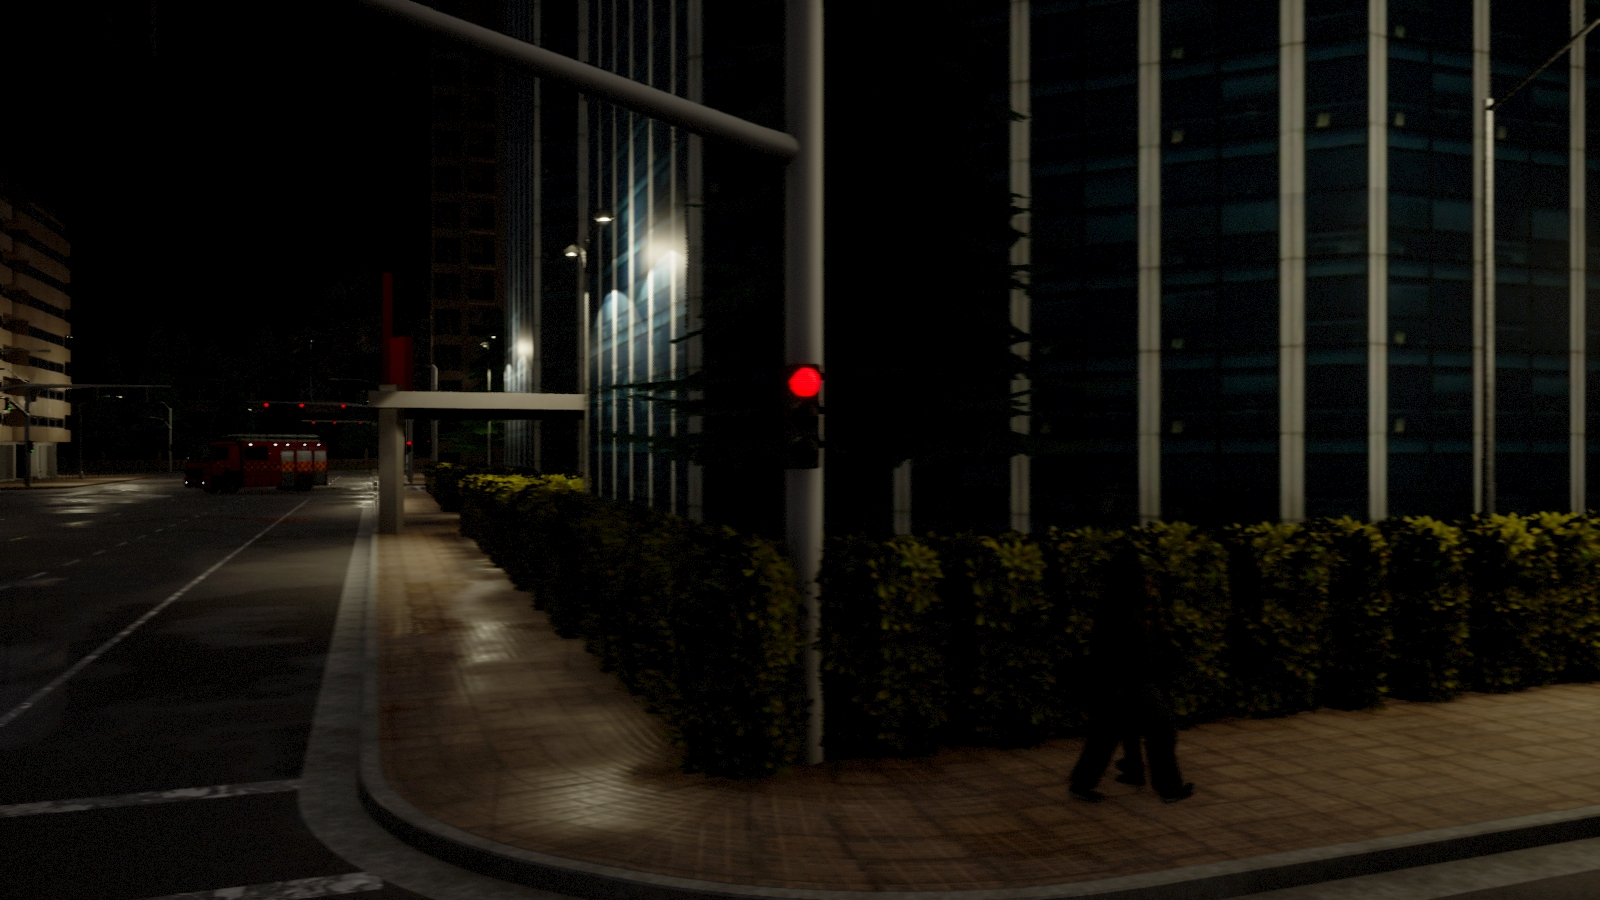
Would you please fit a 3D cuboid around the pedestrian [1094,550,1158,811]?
[{"bbox_3d":[2.421,1.694,8.504,0.375,1.860,0.375,0,0,1],"label":"pedestrian"}]

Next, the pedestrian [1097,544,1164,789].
[{"bbox_3d":[2.619,1.693,9.074,0.375,1.860,0.375,0,0,-14],"label":"pedestrian"}]
